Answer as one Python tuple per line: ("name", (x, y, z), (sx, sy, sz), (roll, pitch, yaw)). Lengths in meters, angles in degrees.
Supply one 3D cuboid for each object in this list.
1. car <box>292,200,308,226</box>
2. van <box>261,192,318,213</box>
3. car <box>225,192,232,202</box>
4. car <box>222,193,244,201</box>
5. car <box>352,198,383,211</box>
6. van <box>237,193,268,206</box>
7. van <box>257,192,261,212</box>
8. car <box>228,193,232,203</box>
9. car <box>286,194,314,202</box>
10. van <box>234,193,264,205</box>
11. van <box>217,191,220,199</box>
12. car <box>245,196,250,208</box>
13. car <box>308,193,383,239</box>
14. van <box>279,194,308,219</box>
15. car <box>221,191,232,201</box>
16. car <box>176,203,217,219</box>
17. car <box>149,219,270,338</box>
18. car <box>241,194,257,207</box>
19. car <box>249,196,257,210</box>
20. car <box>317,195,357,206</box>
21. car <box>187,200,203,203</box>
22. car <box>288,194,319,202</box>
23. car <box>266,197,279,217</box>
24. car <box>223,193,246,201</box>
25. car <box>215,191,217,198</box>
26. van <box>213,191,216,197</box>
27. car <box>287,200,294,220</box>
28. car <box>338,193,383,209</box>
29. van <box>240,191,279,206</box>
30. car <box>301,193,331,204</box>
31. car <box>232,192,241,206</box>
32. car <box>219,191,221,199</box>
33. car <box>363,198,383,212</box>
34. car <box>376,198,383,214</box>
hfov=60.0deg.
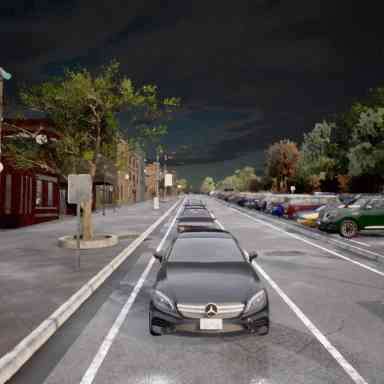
("car", (9.083, 1.466, 19.828), (5.366, 1.575, 1.946), (0, 0, 0))
("van", (9.078, 1.230, 31.045), (4.442, 1.987, 1.878), (0, 0, 0))
("car", (8.986, 1.280, 61.887), (4.674, 1.452, 2.002), (0, 1, 0))
("car", (8.883, 1.014, 73.098), (4.553, 1.767, 2.185), (0, 1, 0))
("car", (22.242, 1.452, 40.194), (4.792, 1.488, 2.163), (0, 0, 0))
("van", (9.180, 1.114, 50.673), (4.442, 1.987, 1.878), (0, 1, 0))
("van", (9.292, 1.222, 33.848), (4.442, 1.987, 1.878), (0, 0, 0))
("car", (9.020, 1.291, 56.280), (4.892, 1.521, 2.231), (0, 1, 0))
("car", (22.034, 1.188, 67.951), (4.892, 1.521, 2.231), (0, 1, 0))
("van", (9.161, 1.089, 53.476), (4.442, 1.987, 1.878), (0, 1, 0))
("van", (8.760, 0.864, 78.702), (4.442, 1.987, 1.878), (0, 1, 0))
("car", (9.135, 1.466, 39.459), (4.674, 1.452, 2.002), (0, 0, 0))
("car", (9.259, 1.221, 17.025), (5.566, 2.045, 2.435), (0, 0, 0))
("van", (9.348, 1.237, 25.436), (4.442, 1.987, 1.878), (0, 0, 0))
("car", (8.942, 0.964, 64.687), (5.566, 2.045, 2.435), (0, 1, 0))
("car", (0.201, 1.532, 17.403), (2.033, 1.411, 5.357), (0, 0, 0))
("car", (0.256, 1.524, 6.824), (1.812, 1.442, 4.674), (0, 0, 0))
("car", (9.126, 1.409, 42.262), (4.892, 1.521, 2.231), (0, 0, 0))
("car", (9.186, 1.470, 36.651), (4.792, 1.488, 2.163), (0, 0, 0))
("car", (22.325, 1.333, 51.298), (5.366, 1.575, 1.946), (0, 1, 0))
("car", (0.233, 1.443, 29.851), (2.128, 1.511, 4.902), (0, 0, 0))
("car", (21.862, 1.209, 65.173), (5.366, 1.575, 1.946), (0, 0, 0))
("car", (9.208, 1.460, 28.239), (5.008, 1.535, 2.097), (0, 0, 0))
("car", (8.902, 1.039, 70.294), (4.553, 1.767, 2.185), (0, 1, 0))
("car", (8.853, 1.065, 81.508), (5.008, 1.535, 2.097), (0, 1, 0))
("van", (8.685, 0.765, 89.914), (4.442, 1.987, 1.878), (0, 1, 0))
("car", (9.253, 1.506, 22.632), (4.674, 1.452, 2.002), (0, 0, 0))
("car", (22.166, 1.153, 42.967), (5.566, 2.045, 2.435), (0, 0, 0))
("van", (9.217, 1.163, 45.068), (4.442, 1.987, 1.878), (0, 0, 0))
("car", (22.115, 1.136, 59.624), (4.553, 1.767, 2.185), (0, 1, 0))
("car", (9.054, 1.113, 47.867), (5.566, 2.045, 2.435), (0, 1, 0))
("car", (8.923, 0.939, 67.490), (5.566, 2.045, 2.435), (0, 1, 0))
("car", (22.202, 1.469, 37.411), (4.792, 1.488, 2.163), (0, 0, 0))
("car", (22.435, 1.444, 34.640), (5.366, 1.575, 1.946), (0, 0, 0))
